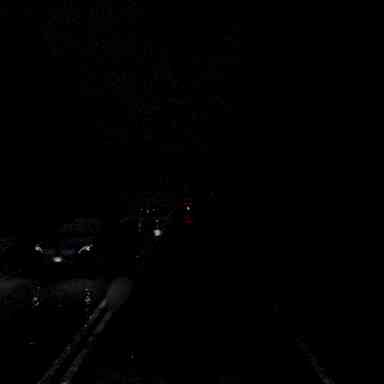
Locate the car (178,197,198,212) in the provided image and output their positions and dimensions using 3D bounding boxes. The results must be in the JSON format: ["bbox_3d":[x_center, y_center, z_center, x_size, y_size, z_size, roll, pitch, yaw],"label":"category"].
[{"bbox_3d":[-0.418,1.302,34.935,1.837,1.490,4.892,0,1,-1],"label":"car"}]

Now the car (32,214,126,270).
[{"bbox_3d":[-3.500,1.515,11.184,1.812,1.442,4.674,0,0,2],"label":"car"}]

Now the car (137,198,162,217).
[{"bbox_3d":[-3.732,1.361,30.032,1.837,1.490,4.892,0,1,-1],"label":"car"}]
